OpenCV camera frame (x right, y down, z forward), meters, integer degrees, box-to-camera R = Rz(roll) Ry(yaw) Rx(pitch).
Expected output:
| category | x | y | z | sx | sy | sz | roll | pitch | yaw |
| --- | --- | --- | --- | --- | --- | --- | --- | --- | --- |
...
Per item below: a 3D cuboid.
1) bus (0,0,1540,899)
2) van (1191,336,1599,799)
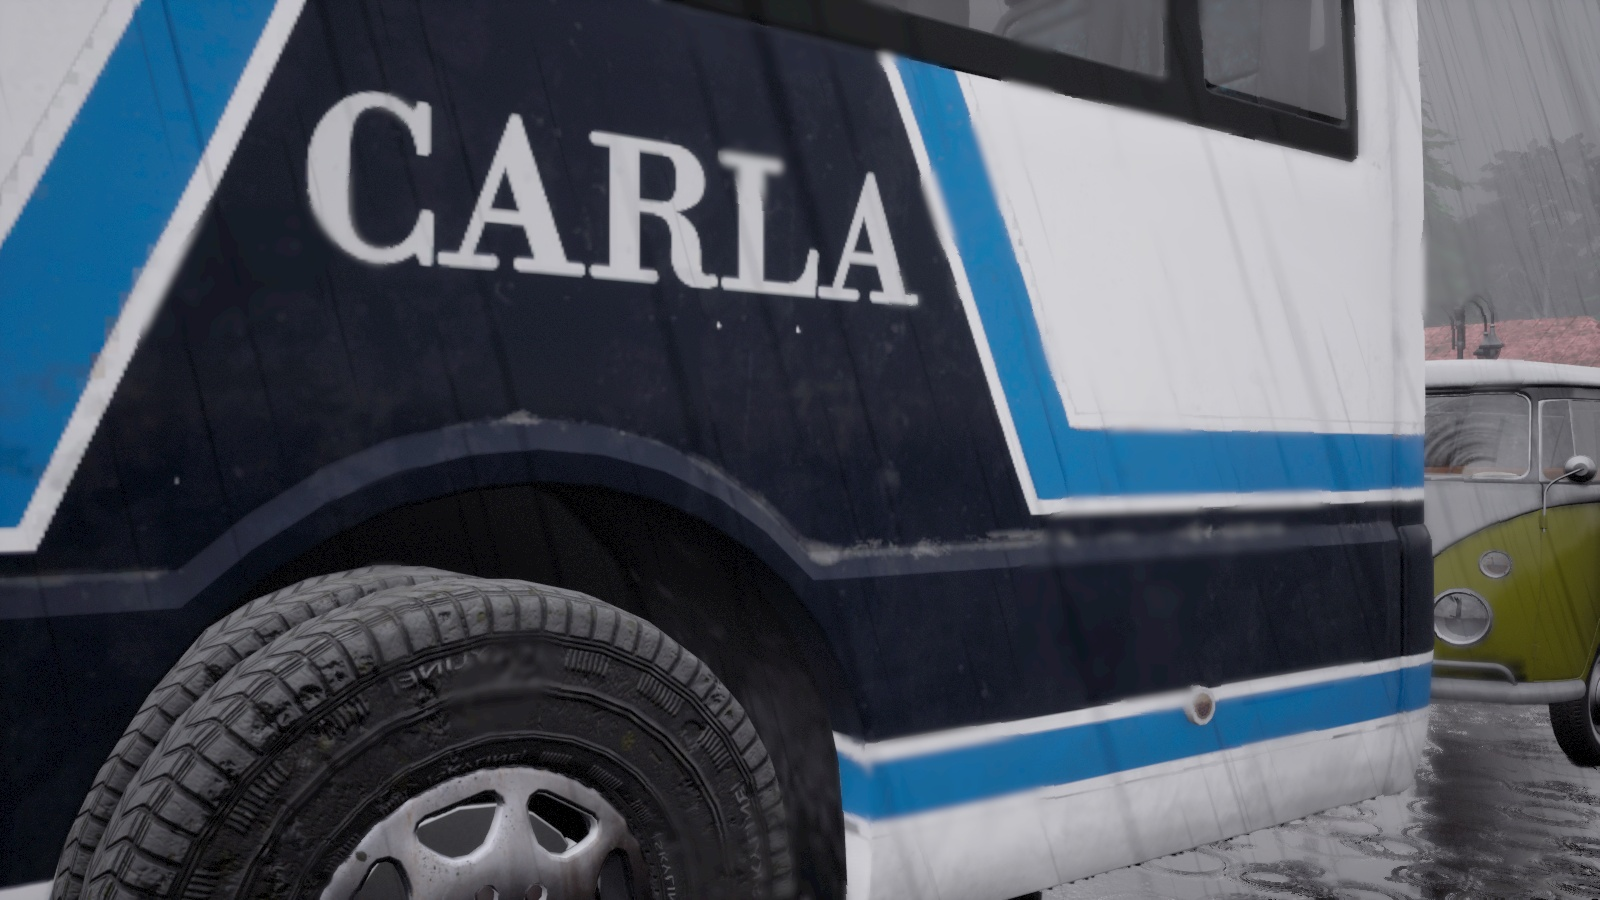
| category | x | y | z | sx | sy | sz | roll | pitch | yaw |
| --- | --- | --- | --- | --- | --- | --- | --- | --- | --- |
| bus | -3.492 | -0.620 | 1.849 | 10.273 | 4.253 | 3.944 | 0 | 0 | -35 |
| van | 4.460 | 0.506 | 7.382 | 4.442 | 1.987 | 1.775 | 0 | 0 | -35 |
